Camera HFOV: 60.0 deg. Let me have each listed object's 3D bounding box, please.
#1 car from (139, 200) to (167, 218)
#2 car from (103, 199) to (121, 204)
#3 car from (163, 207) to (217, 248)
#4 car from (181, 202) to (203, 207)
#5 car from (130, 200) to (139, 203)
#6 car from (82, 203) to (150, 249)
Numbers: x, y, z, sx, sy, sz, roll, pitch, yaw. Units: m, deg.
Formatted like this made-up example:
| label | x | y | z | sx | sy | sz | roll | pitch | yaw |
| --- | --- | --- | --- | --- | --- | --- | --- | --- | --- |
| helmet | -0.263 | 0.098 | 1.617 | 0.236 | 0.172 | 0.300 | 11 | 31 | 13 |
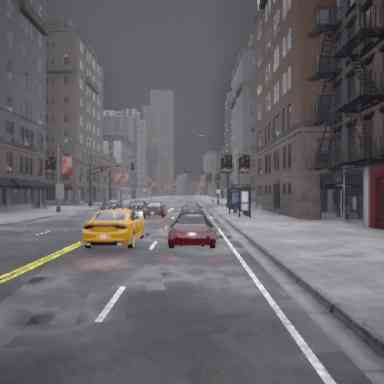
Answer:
| label | x | y | z | sx | sy | sz | roll | pitch | yaw |
| --- | --- | --- | --- | --- | --- | --- | --- | --- | --- |
| car | -3.250 | 1.540 | 29.650 | 1.812 | 1.442 | 4.674 | 0 | 0 | 0 |
| car | -9.750 | 1.577 | 40.651 | 1.812 | 1.442 | 4.674 | 0 | 0 | 0 |
| car | 0.000 | 1.573 | 14.650 | 1.994 | 1.385 | 4.181 | 0 | 0 | 0 |
| car | 0.000 | 1.580 | 29.651 | 1.994 | 1.385 | 4.181 | 0 | 0 | 0 |
| car | -6.500 | 1.617 | 40.651 | 1.994 | 1.385 | 4.181 | 0 | 0 | 0 |
| car | -3.250 | 1.485 | 14.650 | 1.882 | 1.535 | 5.008 | 0 | 0 | 0 |
